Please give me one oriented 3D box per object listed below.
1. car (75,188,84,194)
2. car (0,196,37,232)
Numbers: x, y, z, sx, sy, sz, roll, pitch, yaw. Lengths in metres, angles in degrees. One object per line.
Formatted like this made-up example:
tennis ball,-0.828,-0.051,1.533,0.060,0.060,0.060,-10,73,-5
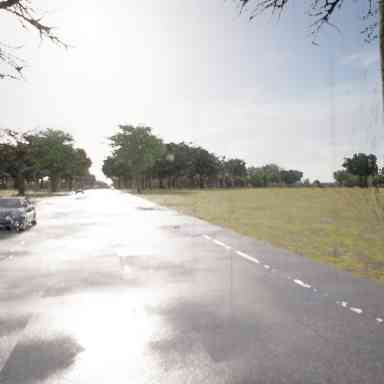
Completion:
car,-27.404,-0.206,80.885,1.994,1.385,4.181,-2,2,-16
car,-9.627,1.054,17.427,2.097,1.767,4.553,-2,2,-16
